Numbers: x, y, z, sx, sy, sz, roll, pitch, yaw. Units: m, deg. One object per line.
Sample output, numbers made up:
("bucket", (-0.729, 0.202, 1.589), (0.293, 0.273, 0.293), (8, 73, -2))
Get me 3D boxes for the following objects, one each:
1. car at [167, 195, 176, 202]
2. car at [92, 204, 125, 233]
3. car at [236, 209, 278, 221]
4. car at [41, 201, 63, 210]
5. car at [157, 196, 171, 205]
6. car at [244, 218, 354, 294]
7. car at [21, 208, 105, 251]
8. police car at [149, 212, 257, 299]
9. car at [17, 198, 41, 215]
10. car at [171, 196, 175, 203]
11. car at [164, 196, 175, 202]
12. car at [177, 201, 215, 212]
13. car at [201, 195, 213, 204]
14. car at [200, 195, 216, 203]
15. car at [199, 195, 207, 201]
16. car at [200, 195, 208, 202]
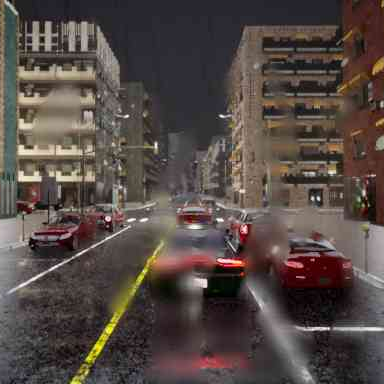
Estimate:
("car", (-5.004, 1.555, 80.555), (1.887, 1.381, 4.507), (1, 0, 0))
("car", (-5.240, 1.444, 19.659), (1.967, 1.590, 4.097), (1, 0, 0))
("car", (2.628, 1.443, 14.102), (1.967, 1.590, 4.097), (1, 0, 0))
("car", (-17.478, 1.590, 39.092), (4.313, 1.339, 1.947), (0, -1, 0))
("car", (-5.090, 1.534, 57.701), (1.752, 1.417, 4.829), (1, 0, 0))
("car", (2.605, 1.584, 8.553), (1.802, 1.307, 4.206), (1, 0, 0))
("car", (-5.259, 1.585, 14.110), (1.802, 1.307, 4.206), (1, 0, 0))
("police car", (0.129, 1.506, 8.538), (2.038, 1.542, 4.974), (0, 0, 0))
("car", (-17.446, 1.240, 31.216), (5.009, 1.841, 2.192), (0, -1, 0))
("car", (-5.047, 1.535, 69.043), (1.752, 1.417, 4.829), (1, 0, 0))
("car", (-5.025, 1.575, 74.884), (1.947, 1.339, 4.313), (1, 0, 0))
("car", (0.135, 1.482, 18.999), (1.882, 1.535, 5.008), (0, 0, 0))
("car", (2.814, 1.449, 63.543), (1.967, 1.590, 4.097), (1, 0, 0))
("car", (2.770, 1.559, 52.201), (2.008, 1.369, 4.403), (1, 0, 0))
("car", (2.898, 1.561, 86.226), (2.008, 1.369, 4.403), (1, 0, 0))
("car", (2.877, 1.555, 80.556), (1.887, 1.381, 4.507), (1, 0, 0))
